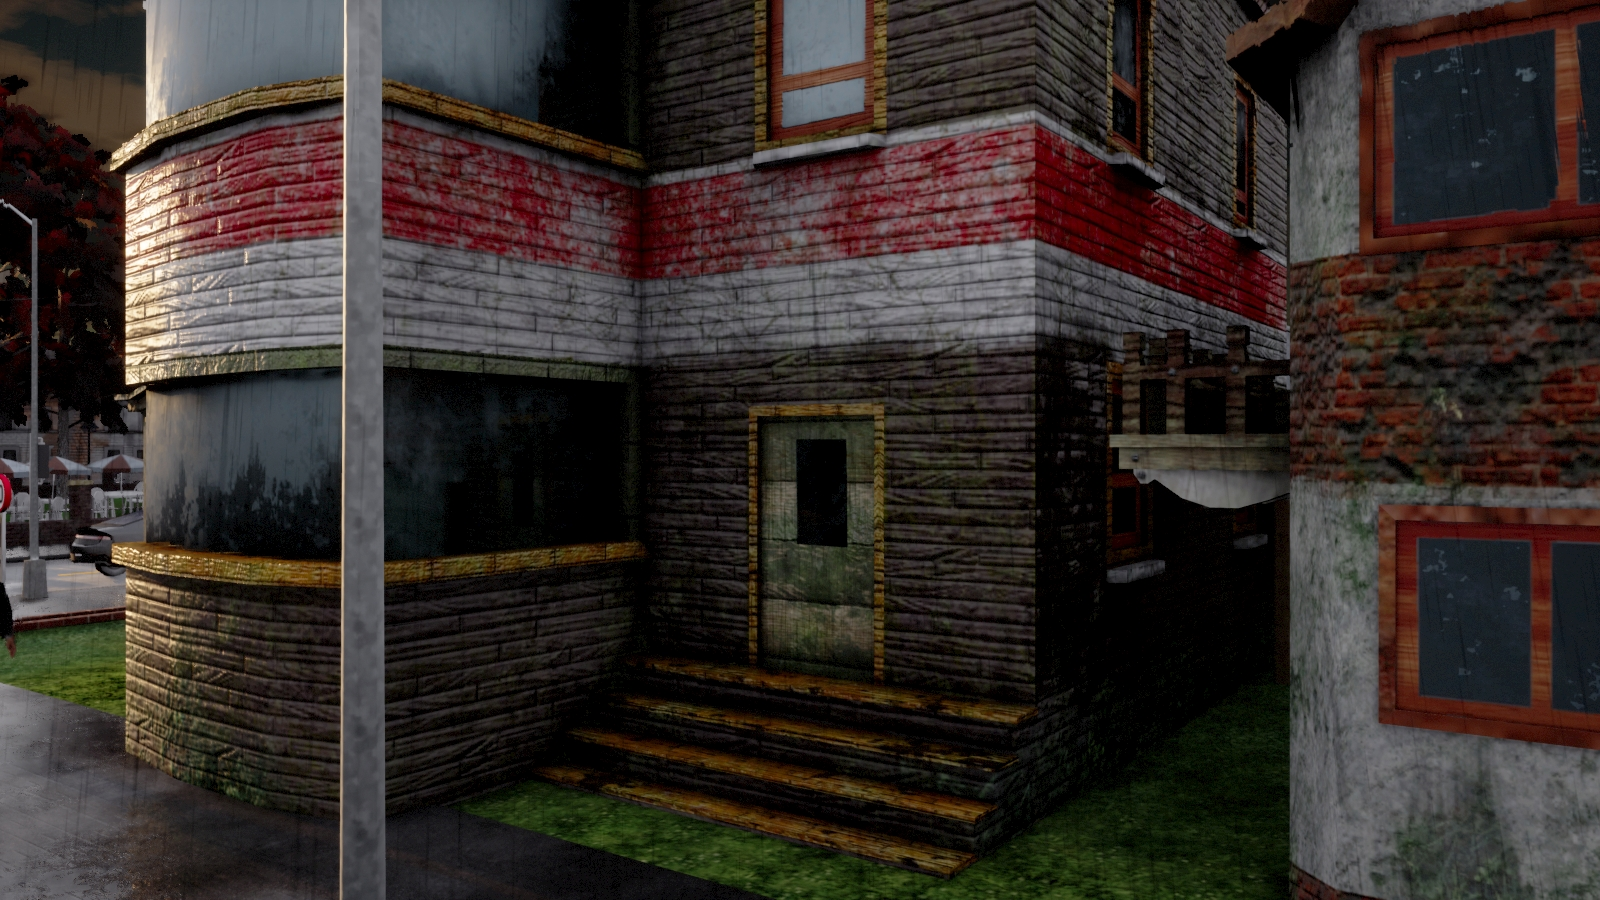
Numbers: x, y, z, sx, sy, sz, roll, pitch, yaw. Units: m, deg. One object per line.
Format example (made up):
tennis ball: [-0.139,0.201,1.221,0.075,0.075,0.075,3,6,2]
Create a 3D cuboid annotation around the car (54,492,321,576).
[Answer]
car: [-13.748,1.817,25.958,2.128,1.511,4.902,0,0,34]
